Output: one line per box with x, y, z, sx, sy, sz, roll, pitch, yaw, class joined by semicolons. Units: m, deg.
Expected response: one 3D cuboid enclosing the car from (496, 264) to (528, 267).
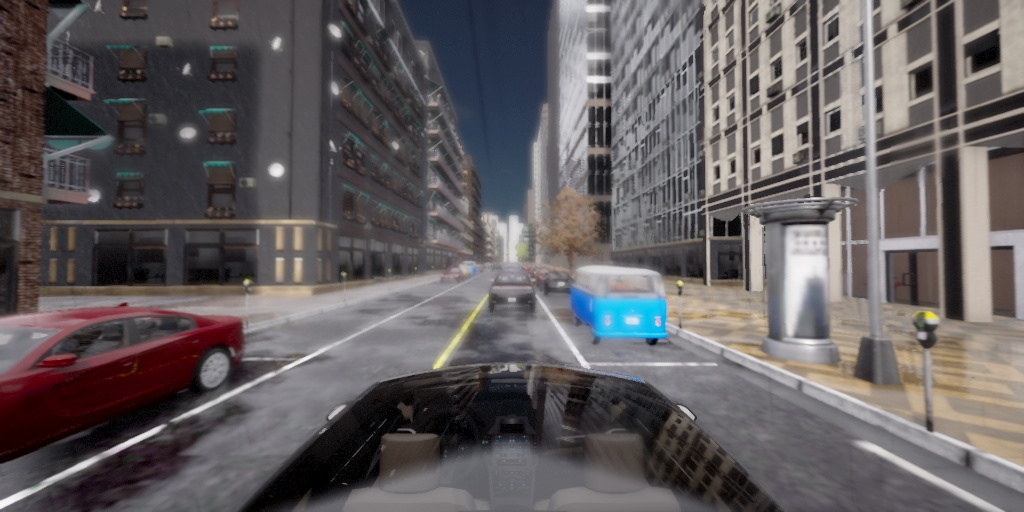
0.009;1.596;29.392;2.033;1.411;5.357;0;-1;0;car

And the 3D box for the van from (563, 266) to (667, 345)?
2.566;1.175;9.483;1.690;1.789;3.998;0;0;0;van

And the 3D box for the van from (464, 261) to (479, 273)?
-5.317;1.542;43.649;1.690;1.789;3.998;0;0;0;van

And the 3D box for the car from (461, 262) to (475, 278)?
-5.316;1.666;37.833;1.751;1.417;4.829;0;0;0;car

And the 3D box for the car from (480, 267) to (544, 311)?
0.023;1.390;15.352;2.128;1.511;4.902;0;0;1;car

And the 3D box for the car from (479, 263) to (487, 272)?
-5.317;1.903;54.941;1.802;1.307;4.207;0;0;0;car

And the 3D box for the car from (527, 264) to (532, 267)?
2.565;1.643;32.093;1.948;1.339;4.313;0;0;0;car

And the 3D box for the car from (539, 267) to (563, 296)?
2.566;1.521;20.788;1.948;1.339;4.313;0;0;0;car

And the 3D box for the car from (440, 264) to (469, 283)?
-5.316;1.662;32.356;1.802;1.307;4.207;0;0;0;car

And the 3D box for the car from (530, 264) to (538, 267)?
2.565;1.562;26.440;1.888;1.381;4.507;0;0;0;car

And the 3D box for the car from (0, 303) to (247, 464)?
-5.314;1.321;4.124;1.888;1.381;4.507;0;0;0;car
